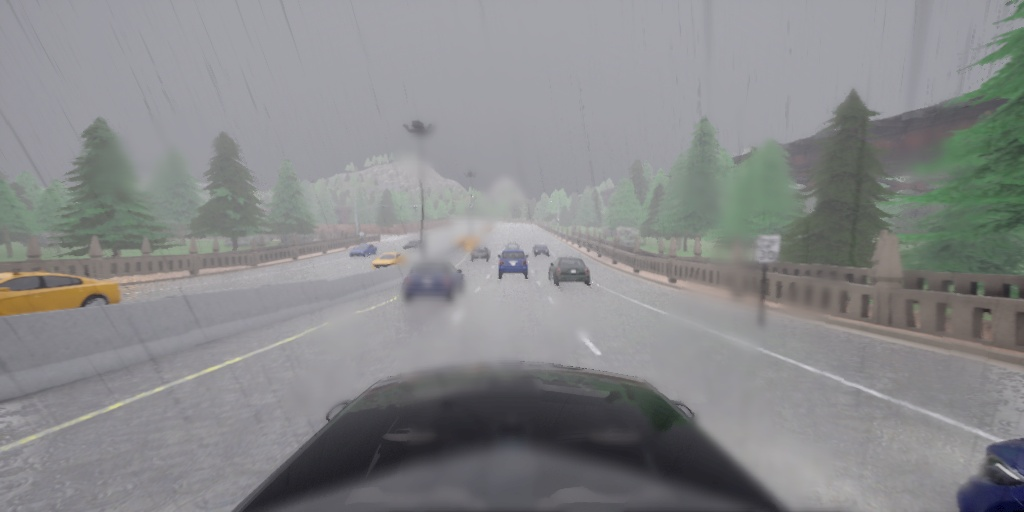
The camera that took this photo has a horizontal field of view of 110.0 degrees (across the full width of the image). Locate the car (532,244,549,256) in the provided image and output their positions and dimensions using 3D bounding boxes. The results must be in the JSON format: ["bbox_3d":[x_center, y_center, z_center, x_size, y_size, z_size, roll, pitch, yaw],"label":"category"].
[{"bbox_3d":[3.592,-0.839,45.324,1.895,1.301,4.718,0,7,0],"label":"car"}]

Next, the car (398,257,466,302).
[{"bbox_3d":[-3.406,1.021,16.606,2.097,1.767,4.553,0,1,0],"label":"car"}]

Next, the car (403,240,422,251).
[{"bbox_3d":[-14.047,-1.577,51.491,1.895,1.301,4.718,0,7,1],"label":"car"}]

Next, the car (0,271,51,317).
[{"bbox_3d":[-17.603,1.268,10.223,2.033,1.411,5.357,0,0,0],"label":"car"}]

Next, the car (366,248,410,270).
[{"bbox_3d":[-10.602,0.456,31.327,1.882,1.535,5.008,0,4,0],"label":"car"}]

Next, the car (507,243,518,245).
[{"bbox_3d":[0.094,-0.948,45.603,1.812,1.442,4.674,0,7,0],"label":"car"}]

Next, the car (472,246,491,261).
[{"bbox_3d":[-3.413,-0.359,40.263,2.128,1.511,4.902,0,6,0],"label":"car"}]

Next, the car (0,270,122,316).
[{"bbox_3d":[-14.101,1.200,9.932,1.882,1.535,5.008,0,0,0],"label":"car"}]

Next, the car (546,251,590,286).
[{"bbox_3d":[3.592,0.821,23.091,2.097,1.767,4.553,0,2,0],"label":"car"}]

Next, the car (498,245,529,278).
[{"bbox_3d":[0.090,0.472,27.248,2.150,2.045,5.566,0,3,0],"label":"car"}]

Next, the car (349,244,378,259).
[{"bbox_3d":[-17.591,-0.653,42.683,1.882,1.535,5.008,0,7,0],"label":"car"}]

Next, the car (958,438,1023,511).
[{"bbox_3d":[3.600,1.281,0.137,1.812,1.442,4.674,0,0,0],"label":"car"}]
